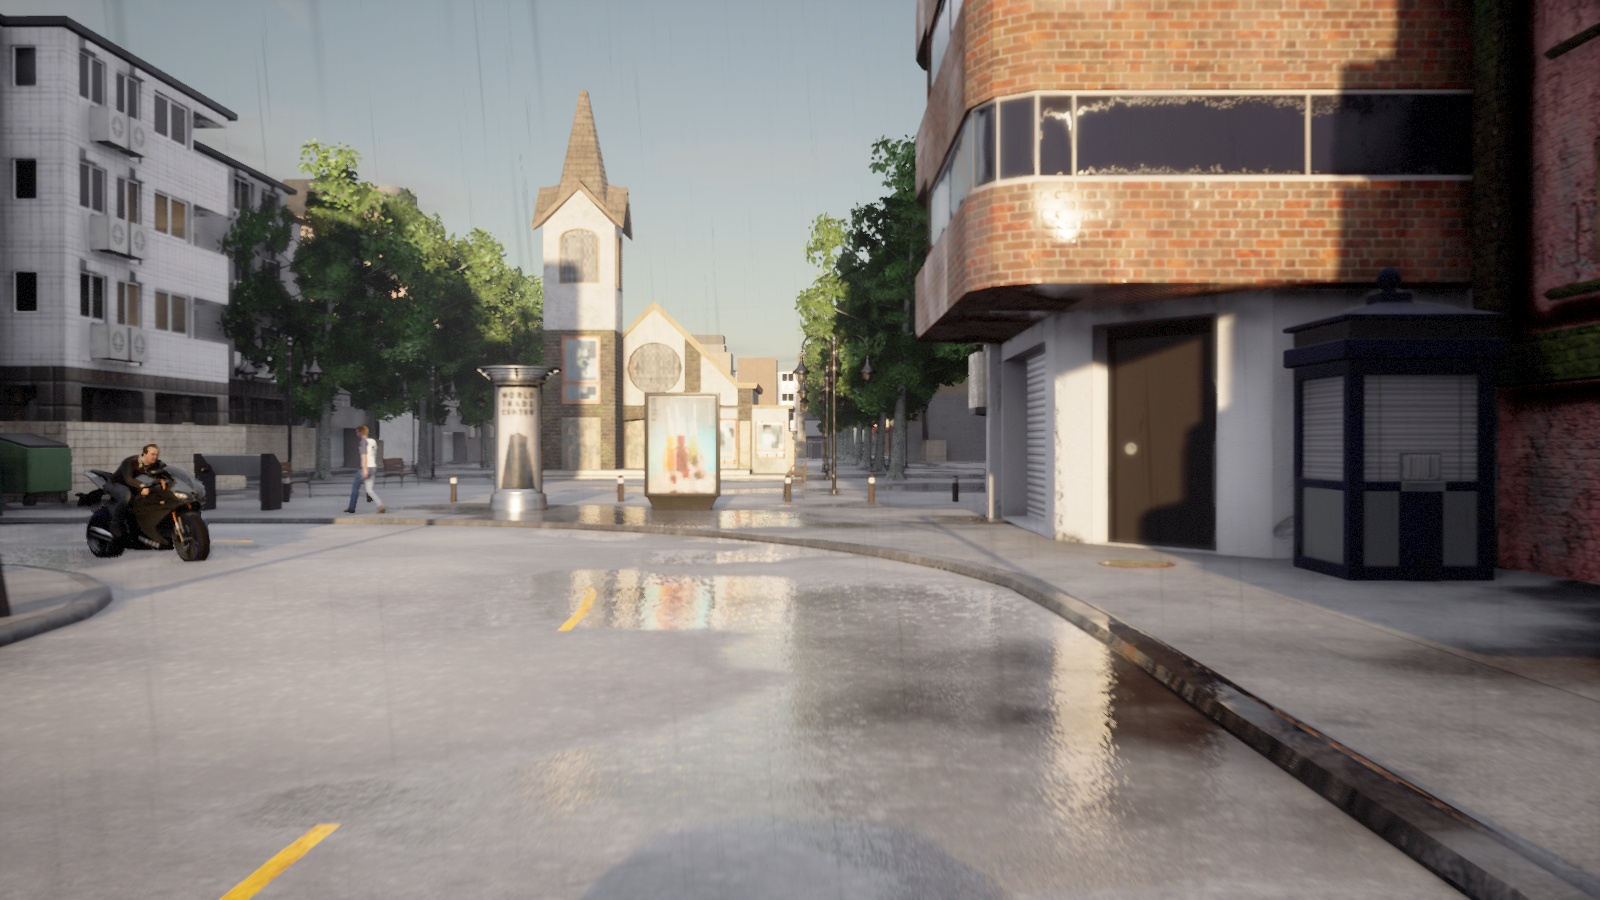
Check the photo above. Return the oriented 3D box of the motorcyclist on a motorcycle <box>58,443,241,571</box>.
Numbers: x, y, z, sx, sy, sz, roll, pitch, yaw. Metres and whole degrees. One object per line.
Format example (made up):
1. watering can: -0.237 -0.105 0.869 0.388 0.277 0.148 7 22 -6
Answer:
1. motorcyclist on a motorcycle: -8.287 0.686 15.998 2.191 1.530 0.866 0 2 25

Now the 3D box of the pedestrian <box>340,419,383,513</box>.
1. pedestrian: -8.638 0.310 24.740 0.706 1.836 0.354 0 0 16
